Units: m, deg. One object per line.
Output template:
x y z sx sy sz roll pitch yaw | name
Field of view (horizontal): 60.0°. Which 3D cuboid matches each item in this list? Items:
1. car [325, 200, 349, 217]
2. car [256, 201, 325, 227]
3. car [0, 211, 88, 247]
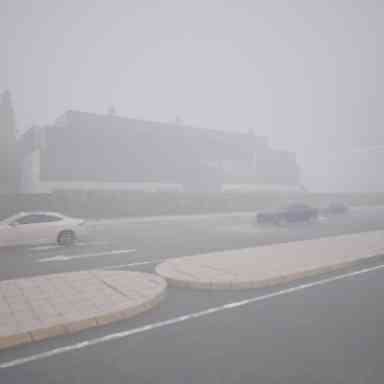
12.854 1.512 31.214 4.674 1.442 1.812 0 0 -35 | car
6.495 1.453 22.587 5.008 1.535 1.882 0 0 -35 | car
-6.610 1.501 13.388 4.674 1.442 1.812 0 0 -35 | car
